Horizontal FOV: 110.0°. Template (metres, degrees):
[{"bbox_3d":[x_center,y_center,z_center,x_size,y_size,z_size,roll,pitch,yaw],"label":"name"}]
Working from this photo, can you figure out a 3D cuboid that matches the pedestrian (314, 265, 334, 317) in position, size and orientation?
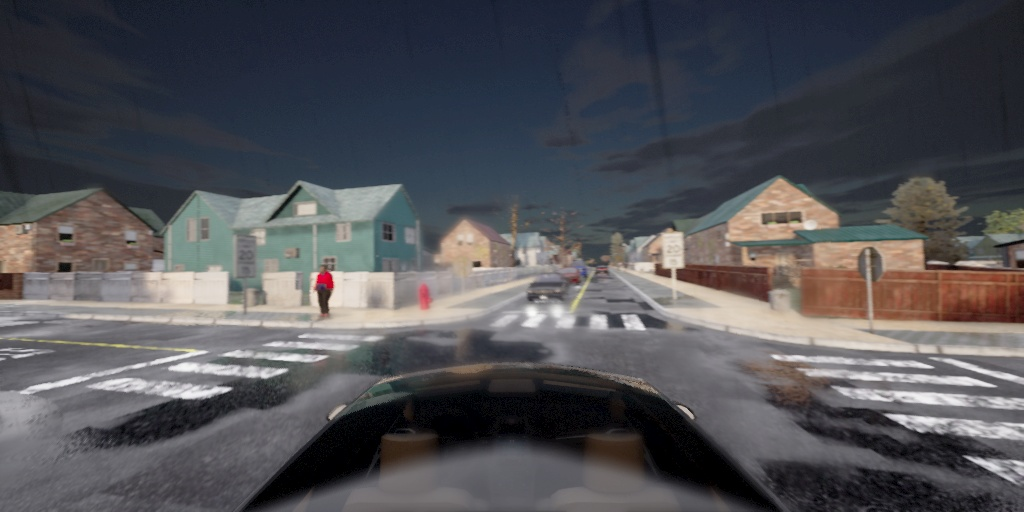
[{"bbox_3d":[-6.567,1.212,12.599,0.375,1.860,0.375,-2,-3,14],"label":"pedestrian"}]

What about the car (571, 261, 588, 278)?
[{"bbox_3d":[8.323,1.673,45.115,2.150,2.045,5.566,-2,-1,14],"label":"car"}]

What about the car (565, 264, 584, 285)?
[{"bbox_3d":[5.015,1.721,31.562,1.882,1.535,5.008,-2,-1,14],"label":"car"}]

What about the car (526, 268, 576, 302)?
[{"bbox_3d":[2.110,1.618,19.558,2.033,1.411,5.357,-2,-1,13],"label":"car"}]

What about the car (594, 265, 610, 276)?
[{"bbox_3d":[12.140,1.917,48.447,1.837,1.490,4.892,-2,-1,14],"label":"car"}]
